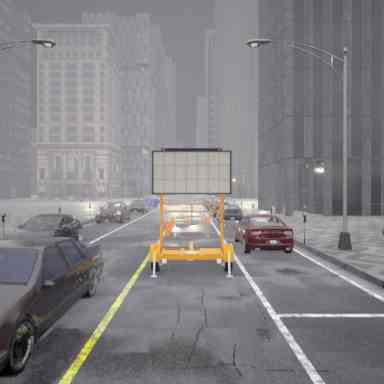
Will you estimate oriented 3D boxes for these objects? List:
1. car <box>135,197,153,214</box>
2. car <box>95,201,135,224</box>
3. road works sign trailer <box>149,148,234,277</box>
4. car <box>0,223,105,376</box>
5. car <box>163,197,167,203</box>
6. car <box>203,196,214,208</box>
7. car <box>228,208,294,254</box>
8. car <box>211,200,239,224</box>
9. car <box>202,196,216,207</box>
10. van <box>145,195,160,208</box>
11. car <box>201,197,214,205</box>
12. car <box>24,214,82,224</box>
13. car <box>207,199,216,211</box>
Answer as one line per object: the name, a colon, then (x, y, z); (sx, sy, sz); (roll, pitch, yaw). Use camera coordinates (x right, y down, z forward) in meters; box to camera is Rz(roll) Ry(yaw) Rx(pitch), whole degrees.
car: (-5.792, 1.580, 36.012); (1.947, 1.339, 4.313); (0, 0, 0)
car: (-5.784, 1.453, 24.729); (1.967, 1.590, 4.097); (0, 0, 0)
road works sign trailer: (-0.007, 0.471, 10.191); (2.380, 3.560, 2.880); (0, 0, 0)
car: (-3.002, 1.551, 5.808); (2.033, 1.411, 5.357); (0, 0, 0)
car: (-5.815, 1.558, 64.216); (2.008, 1.369, 4.403); (0, 0, 0)
car: (2.728, 1.540, 41.830); (1.752, 1.417, 4.829); (0, 0, 0)
car: (2.750, 1.553, 13.457); (1.887, 1.381, 4.507); (0, 0, 0)
car: (2.742, 1.563, 24.738); (2.008, 1.369, 4.403); (0, 0, 0)
car: (2.719, 1.452, 52.942); (1.967, 1.590, 4.097); (0, 0, 0)
van: (-5.802, 1.354, 47.293); (1.690, 1.788, 3.998); (0, 0, 0)
car: (2.715, 1.560, 58.583); (2.008, 1.369, 4.403); (0, 0, 0)
car: (-5.775, 1.574, 13.447); (1.947, 1.339, 4.313); (0, 0, 0)
car: (2.737, 1.580, 30.379); (1.947, 1.339, 4.313); (0, 0, 0)
